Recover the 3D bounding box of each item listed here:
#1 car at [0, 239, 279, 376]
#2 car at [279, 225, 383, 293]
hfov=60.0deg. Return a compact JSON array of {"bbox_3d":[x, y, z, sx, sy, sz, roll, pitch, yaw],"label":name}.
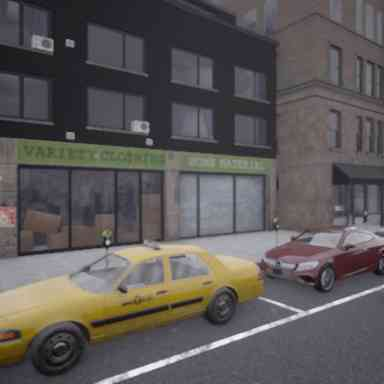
[{"bbox_3d":[-0.905,1.519,5.536,4.829,1.417,1.752,0,0,-35],"label":"car"},{"bbox_3d":[3.649,1.560,8.765,4.206,1.307,1.802,0,0,-35],"label":"car"}]
